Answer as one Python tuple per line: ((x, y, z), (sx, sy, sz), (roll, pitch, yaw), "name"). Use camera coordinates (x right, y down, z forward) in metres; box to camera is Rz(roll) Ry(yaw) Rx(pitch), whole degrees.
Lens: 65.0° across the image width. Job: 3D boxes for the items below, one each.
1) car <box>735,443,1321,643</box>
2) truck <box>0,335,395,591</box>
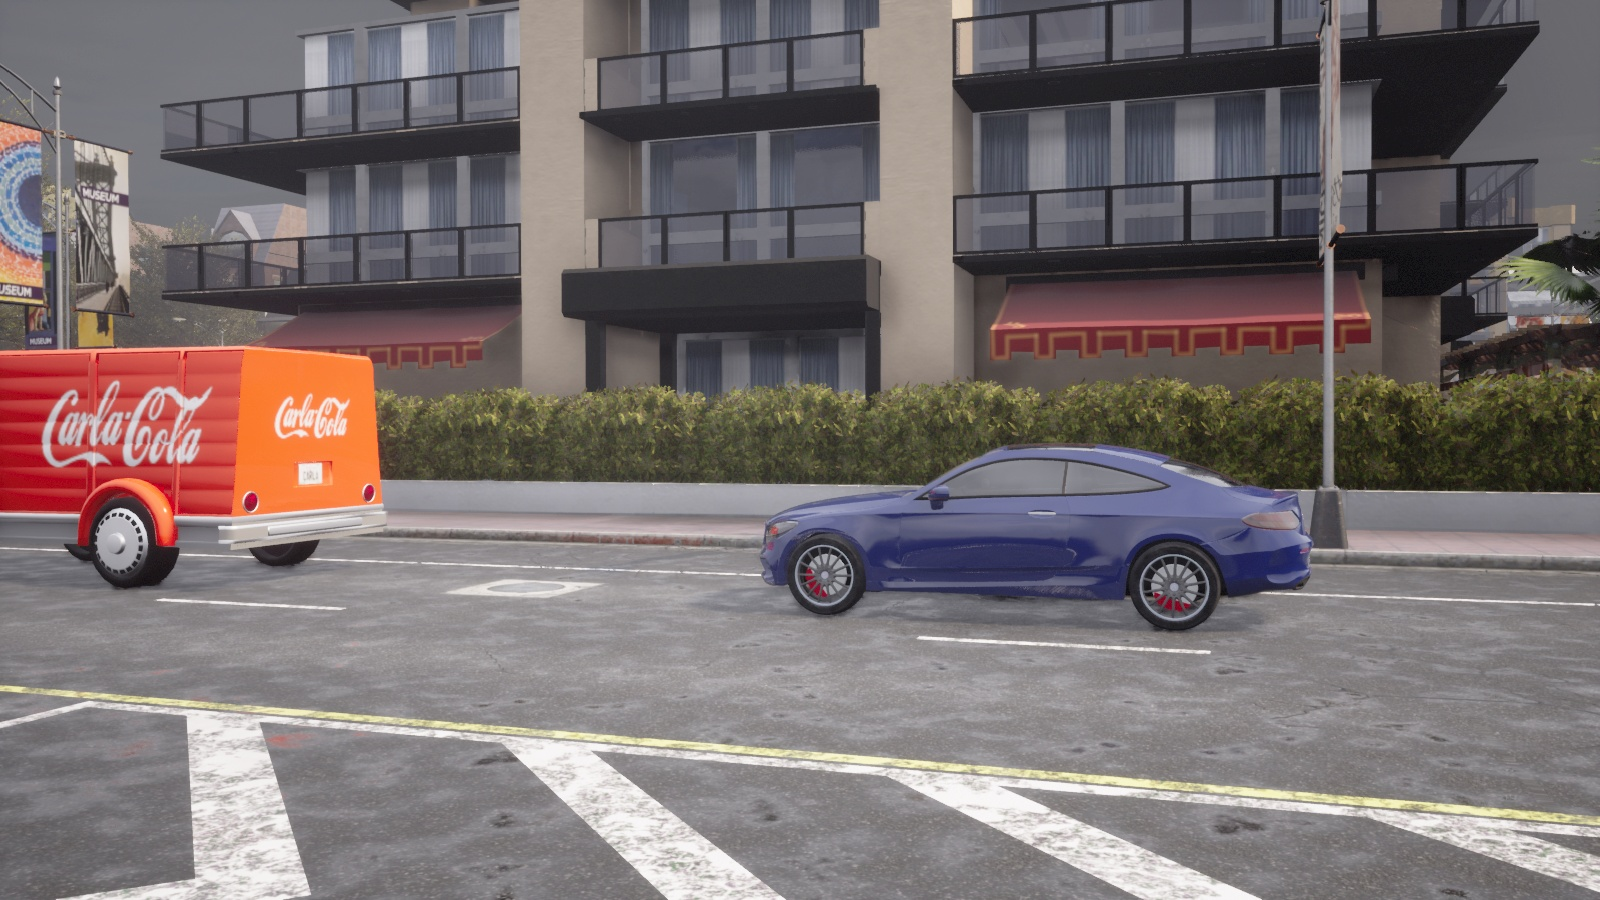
((1.945, 0.684, 10.949), (4.674, 1.442, 1.812), (1, 1, 18), "car")
((-7.581, 0.085, 14.149), (5.204, 2.467, 2.627), (1, 1, 19), "truck")
